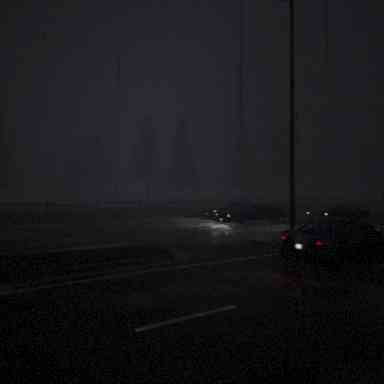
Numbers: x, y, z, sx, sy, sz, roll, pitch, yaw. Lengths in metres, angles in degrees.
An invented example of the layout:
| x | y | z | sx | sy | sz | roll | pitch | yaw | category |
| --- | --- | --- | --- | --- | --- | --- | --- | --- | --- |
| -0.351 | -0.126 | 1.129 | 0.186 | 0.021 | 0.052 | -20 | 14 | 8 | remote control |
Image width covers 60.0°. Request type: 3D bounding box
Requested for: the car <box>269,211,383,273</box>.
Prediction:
| x | y | z | sx | sy | sz | roll | pitch | yaw | category |
| --- | --- | --- | --- | --- | --- | --- | --- | --- | --- |
| 4.773 | 1.514 | 10.512 | 4.181 | 1.385 | 1.994 | 0 | 0 | -30 | car |

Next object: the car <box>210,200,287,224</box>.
| x | y | z | sx | sy | sz | roll | pitch | yaw | category |
| --- | --- | --- | --- | --- | --- | --- | --- | --- | --- |
| 4.290 | 1.457 | 23.775 | 5.357 | 1.411 | 2.033 | 0 | 0 | -29 | car |

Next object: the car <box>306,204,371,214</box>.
| x | y | z | sx | sy | sz | roll | pitch | yaw | category |
| --- | --- | --- | --- | --- | --- | --- | --- | --- | --- |
| 10.129 | 1.492 | 23.034 | 4.718 | 1.301 | 1.895 | 0 | 0 | -29 | car |

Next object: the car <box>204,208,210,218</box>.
| x | y | z | sx | sy | sz | roll | pitch | yaw | category |
| --- | --- | --- | --- | --- | --- | --- | --- | --- | --- |
| 3.209 | 1.428 | 27.181 | 4.674 | 1.442 | 1.812 | 0 | 0 | -29 | car |
